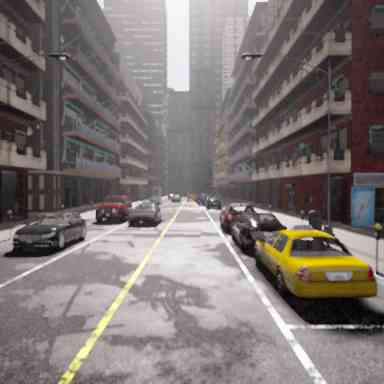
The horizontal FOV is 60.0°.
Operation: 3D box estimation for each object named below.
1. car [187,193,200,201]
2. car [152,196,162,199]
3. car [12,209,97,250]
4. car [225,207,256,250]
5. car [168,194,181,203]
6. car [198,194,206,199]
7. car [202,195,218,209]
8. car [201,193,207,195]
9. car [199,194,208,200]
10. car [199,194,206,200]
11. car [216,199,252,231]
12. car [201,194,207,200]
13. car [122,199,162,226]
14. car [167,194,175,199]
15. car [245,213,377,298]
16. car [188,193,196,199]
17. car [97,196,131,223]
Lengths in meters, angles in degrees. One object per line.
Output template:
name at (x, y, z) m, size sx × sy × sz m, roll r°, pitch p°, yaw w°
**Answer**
car at (0.011, 0.973, 71.438) m, size 2.097 × 1.767 × 4.553 m, roll 0°, pitch 0°, yaw 0°
car at (-5.693, 1.332, 53.038) m, size 2.008 × 1.369 × 4.403 m, roll -1°, pitch 0°, yaw 0°
car at (-5.699, 1.492, 13.824) m, size 2.008 × 1.369 × 4.403 m, roll -1°, pitch 0°, yaw 0°
car at (2.681, 1.508, 13.794) m, size 1.947 × 1.339 × 4.313 m, roll -1°, pitch 0°, yaw 0°
car at (-3.010, 1.286, 63.467) m, size 2.033 × 1.411 × 5.357 m, roll 0°, pitch 0°, yaw 1°
car at (2.693, 1.191, 92.221) m, size 1.947 × 1.339 × 4.313 m, roll -1°, pitch 0°, yaw 0°
car at (2.686, 1.393, 41.804) m, size 1.947 × 1.339 × 4.313 m, roll -1°, pitch 0°, yaw 0°
car at (3.008, 1.261, 59.419) m, size 1.837 × 1.490 × 4.892 m, roll 0°, pitch 0°, yaw 0°
car at (2.692, 1.220, 81.018) m, size 2.008 × 1.369 × 4.403 m, roll -1°, pitch 0°, yaw 0°
car at (2.692, 1.192, 86.620) m, size 1.887 × 1.381 × 4.507 m, roll -1°, pitch 0°, yaw 0°
car at (2.680, 1.359, 19.396) m, size 1.967 × 1.590 × 4.097 m, roll -1°, pitch 0°, yaw 0°
car at (2.686, 1.355, 47.407) m, size 2.008 × 1.369 × 4.403 m, roll -1°, pitch 0°, yaw 0°
car at (-3.098, 1.451, 22.979) m, size 2.033 × 1.411 × 5.357 m, roll 0°, pitch 0°, yaw 0°
car at (-5.687, 1.191, 92.251) m, size 1.947 × 1.339 × 4.313 m, roll -1°, pitch 0°, yaw 0°
car at (2.680, 1.490, 8.362) m, size 1.752 × 1.417 × 4.829 m, roll -1°, pitch 0°, yaw 0°
car at (0.013, 0.988, 88.138) m, size 1.837 × 1.490 × 4.892 m, roll 0°, pitch 0°, yaw 0°
car at (-5.700, 1.210, 25.027) m, size 2.192 × 1.841 × 5.009 m, roll -1°, pitch 0°, yaw 0°
